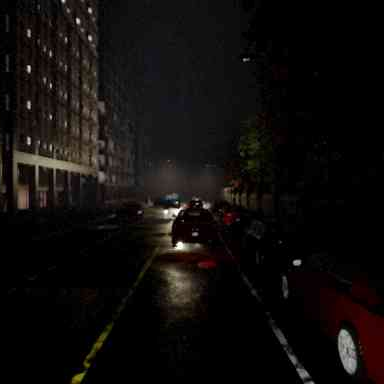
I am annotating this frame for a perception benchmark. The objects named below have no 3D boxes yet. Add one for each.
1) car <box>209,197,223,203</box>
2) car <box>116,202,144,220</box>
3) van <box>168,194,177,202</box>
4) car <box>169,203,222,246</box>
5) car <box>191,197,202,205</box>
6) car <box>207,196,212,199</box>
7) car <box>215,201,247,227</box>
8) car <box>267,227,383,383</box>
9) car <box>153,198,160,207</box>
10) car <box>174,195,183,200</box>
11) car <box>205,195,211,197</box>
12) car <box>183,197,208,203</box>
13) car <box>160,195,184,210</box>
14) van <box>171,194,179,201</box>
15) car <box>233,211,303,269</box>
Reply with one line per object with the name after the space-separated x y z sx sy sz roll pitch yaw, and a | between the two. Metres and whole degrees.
2.900 1.514 33.495 1.887 1.381 4.507 0 0 1 | car
-5.192 1.518 28.101 1.887 1.381 4.507 0 0 1 | car
-4.197 1.284 73.114 1.690 1.788 3.998 0 0 2 | van
0.098 1.463 15.184 1.882 1.535 5.008 0 0 -1 | car
0.842 1.551 60.326 1.895 1.301 4.718 0 0 2 | car
2.988 1.490 39.305 1.752 1.417 4.829 0 0 1 | car
2.777 1.523 22.214 1.887 1.381 4.507 0 0 1 | car
2.709 1.539 5.301 1.887 1.381 4.507 0 0 0 | car
-4.821 1.523 50.603 1.947 1.339 4.313 0 0 1 | car
-3.567 1.500 89.987 1.947 1.339 4.313 0 0 2 | car
4.463 1.480 89.926 1.887 1.381 4.507 0 0 3 | car
0.321 1.515 35.292 2.033 1.411 5.357 0 0 1 | car
-2.431 1.510 42.004 2.033 1.411 5.357 0 0 1 | car
-4.005 1.281 78.740 1.690 1.788 3.998 0 0 2 | van
2.716 1.540 10.934 2.008 1.369 4.403 0 0 0 | car
